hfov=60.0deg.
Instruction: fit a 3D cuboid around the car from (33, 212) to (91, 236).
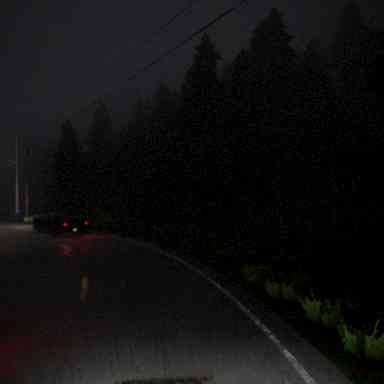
[{"bbox_3d":[-8.022,1.840,20.217,1.895,1.301,4.718,0,-1,-43],"label":"car"}]
